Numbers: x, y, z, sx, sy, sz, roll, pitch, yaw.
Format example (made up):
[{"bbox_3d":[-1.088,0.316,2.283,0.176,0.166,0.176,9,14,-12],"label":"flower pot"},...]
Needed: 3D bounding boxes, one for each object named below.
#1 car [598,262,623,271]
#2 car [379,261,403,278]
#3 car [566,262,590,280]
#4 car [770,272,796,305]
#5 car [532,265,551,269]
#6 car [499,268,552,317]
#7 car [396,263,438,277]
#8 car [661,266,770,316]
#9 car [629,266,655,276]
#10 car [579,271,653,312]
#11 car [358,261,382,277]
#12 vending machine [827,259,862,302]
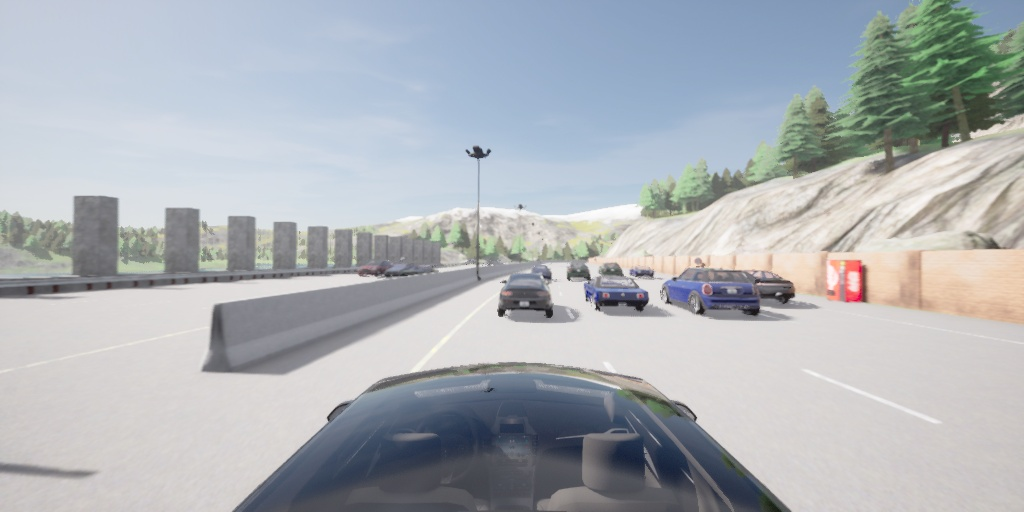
[{"bbox_3d":[10.255,1.423,37.632,2.097,1.767,4.553,0,0,8],"label":"car"},{"bbox_3d":[-11.208,1.489,37.038,2.033,1.411,5.357,0,0,7],"label":"car"},{"bbox_3d":[6.330,1.379,34.665,2.097,1.767,4.553,0,0,7],"label":"car"},{"bbox_3d":[11.402,1.424,17.448,2.128,1.511,4.902,0,0,5],"label":"car"},{"bbox_3d":[2.788,1.570,34.547,1.994,1.385,4.181,0,0,7],"label":"car"},{"bbox_3d":[0.553,1.366,13.714,1.812,1.442,4.674,0,0,4],"label":"car"},{"bbox_3d":[-8.281,1.524,32.212,1.895,1.301,4.718,0,0,7],"label":"car"},{"bbox_3d":[7.633,1.238,14.293,2.097,1.767,4.553,0,0,4],"label":"car"},{"bbox_3d":[13.944,1.704,38.880,1.895,1.301,4.718,0,0,8],"label":"car"},{"bbox_3d":[4.149,1.473,15.089,1.895,1.301,4.718,0,0,5],"label":"car"},{"bbox_3d":[-14.534,1.284,38.447,2.097,1.767,4.553,0,0,8],"label":"car"},{"bbox_3d":[16.277,1.157,17.589,1.100,2.100,0.880,0,0,6],"label":"vending machine"}]
